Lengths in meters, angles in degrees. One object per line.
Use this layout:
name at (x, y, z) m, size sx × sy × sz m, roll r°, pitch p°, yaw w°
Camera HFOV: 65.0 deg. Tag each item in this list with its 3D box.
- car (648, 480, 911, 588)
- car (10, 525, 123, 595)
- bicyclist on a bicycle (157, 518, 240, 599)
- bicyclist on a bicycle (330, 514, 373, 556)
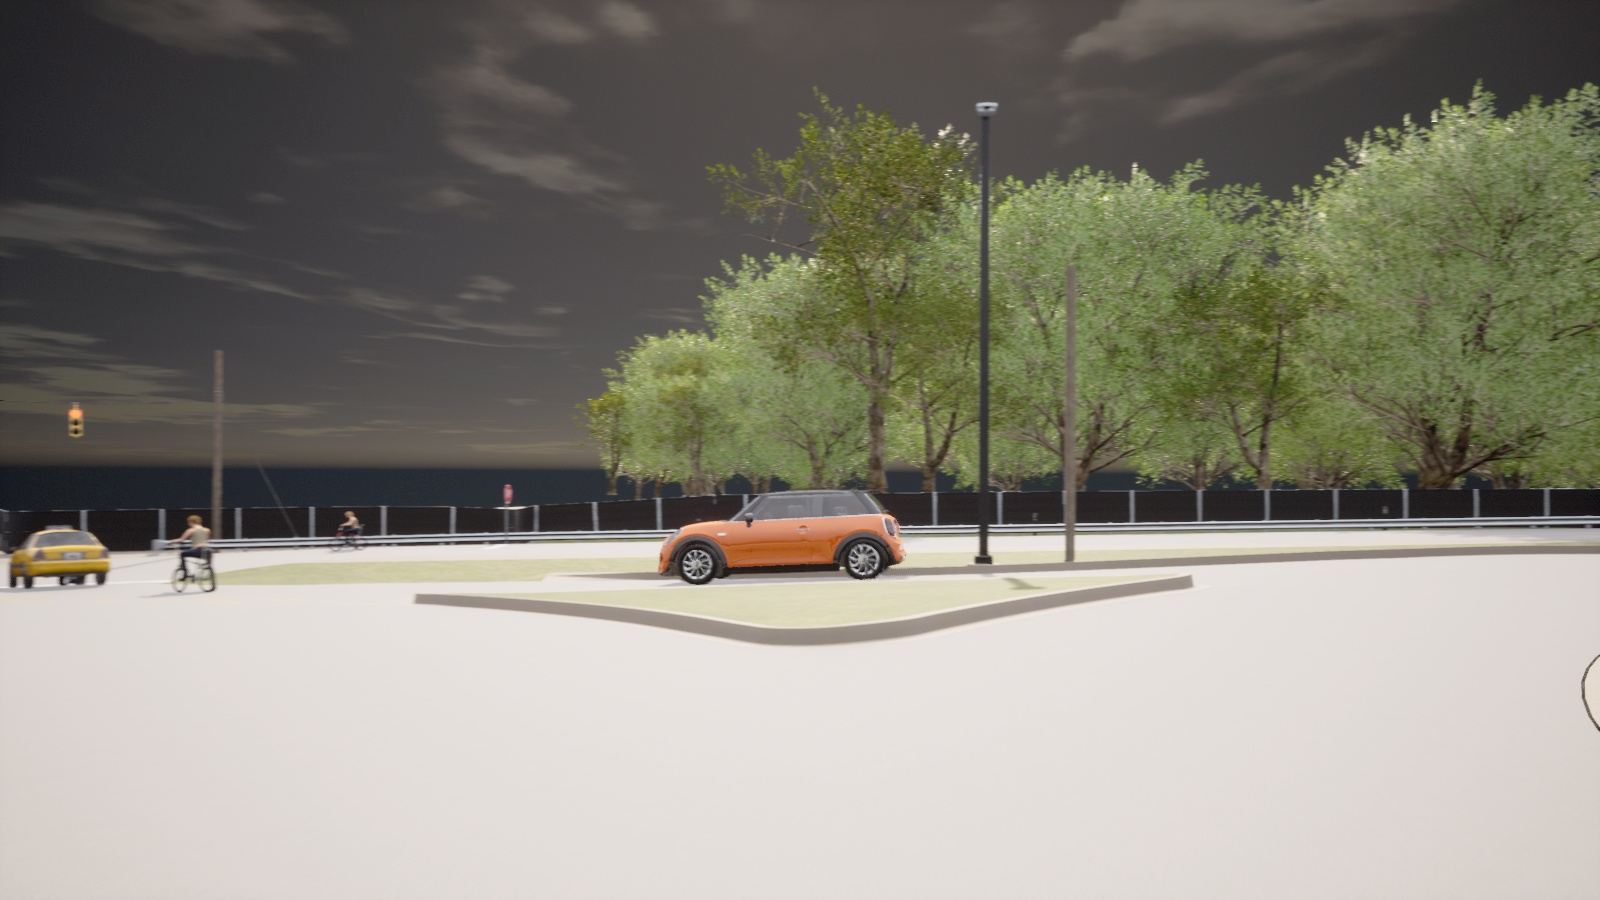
car at (-0.314, 1.559, 23.437) m, size 4.553 × 1.767 × 2.097 m, roll -3°, pitch -3°, yaw 8°
car at (-18.909, 2.849, 32.251) m, size 1.801 × 1.575 × 5.366 m, roll 0°, pitch -5°, yaw -38°
bicyclist on a bicycle at (-12.608, 2.278, 26.318) m, size 1.509 × 1.612 × 0.866 m, roll -5°, pitch -3°, yaw 32°
bicyclist on a bicycle at (-18.333, 3.461, 51.383) m, size 1.509 × 1.612 × 0.866 m, roll -2°, pitch -1°, yaw -13°
